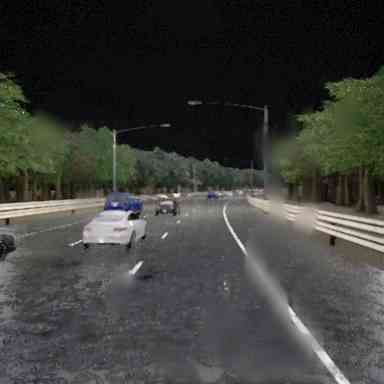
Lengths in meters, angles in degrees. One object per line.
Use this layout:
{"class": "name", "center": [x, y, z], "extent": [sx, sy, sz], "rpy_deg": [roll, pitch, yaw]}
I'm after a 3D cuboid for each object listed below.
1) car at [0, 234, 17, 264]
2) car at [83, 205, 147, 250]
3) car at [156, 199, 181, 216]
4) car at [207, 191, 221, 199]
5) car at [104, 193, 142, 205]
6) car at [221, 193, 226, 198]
{"class": "car", "center": [-6.766, 1.504, 8.539], "extent": [2.033, 1.411, 5.357], "rpy_deg": [0, 0, 1]}
{"class": "car", "center": [-3.088, 1.467, 13.968], "extent": [1.812, 1.442, 4.674], "rpy_deg": [0, 0, 2]}
{"class": "car", "center": [-2.135, 1.409, 30.453], "extent": [1.812, 1.442, 4.674], "rpy_deg": [0, 0, 4]}
{"class": "car", "center": [5.120, 0.765, 82.061], "extent": [2.150, 2.045, 5.566], "rpy_deg": [0, 0, 12]}
{"class": "car", "center": [-5.800, 1.107, 28.537], "extent": [2.150, 2.045, 5.566], "rpy_deg": [0, 0, 4]}
{"class": "car", "center": [7.490, 1.062, 92.659], "extent": [1.895, 1.301, 4.718], "rpy_deg": [0, 1, 13]}
